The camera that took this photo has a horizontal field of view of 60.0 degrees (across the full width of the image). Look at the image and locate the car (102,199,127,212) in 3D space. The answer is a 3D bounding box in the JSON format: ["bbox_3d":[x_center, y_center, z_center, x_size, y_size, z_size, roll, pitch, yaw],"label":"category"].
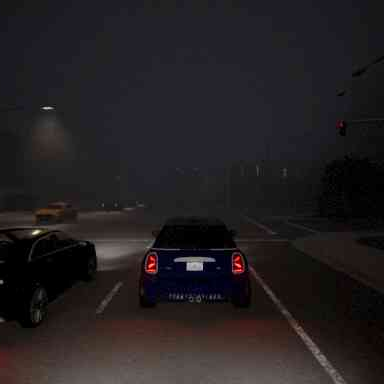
[{"bbox_3d":[-10.683,1.695,44.951,2.097,1.767,4.553,0,-1,0],"label":"car"}]

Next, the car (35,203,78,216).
[{"bbox_3d":[-10.650,1.632,26.453,1.882,1.535,5.008,0,-1,0],"label":"car"}]

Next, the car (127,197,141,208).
[{"bbox_3d":[-10.695,1.870,57.253,2.128,1.511,4.902,0,0,0],"label":"car"}]

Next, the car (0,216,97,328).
[{"bbox_3d":[-3.448,1.503,6.971,2.128,1.511,4.902,0,0,0],"label":"car"}]

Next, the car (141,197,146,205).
[{"bbox_3d":[-10.636,1.777,68.662,2.128,1.511,4.902,0,1,0],"label":"car"}]

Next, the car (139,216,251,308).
[{"bbox_3d":[0.057,1.364,8.112,2.097,1.767,4.553,0,0,0],"label":"car"}]
